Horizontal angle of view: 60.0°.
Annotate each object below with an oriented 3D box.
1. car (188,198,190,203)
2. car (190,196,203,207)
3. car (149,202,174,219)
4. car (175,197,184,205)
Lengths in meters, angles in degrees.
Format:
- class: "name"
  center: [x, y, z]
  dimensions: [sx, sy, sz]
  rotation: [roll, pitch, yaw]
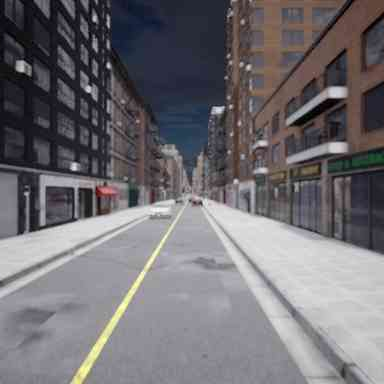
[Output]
- class: "car"
  center: [0.061, 1.868, 78.003]
  dimensions: [1.812, 1.442, 4.674]
  rotation: [0, 0, 0]
- class: "car"
  center: [1.008, 1.820, 59.799]
  dimensions: [1.882, 1.535, 5.008]
  rotation: [0, 0, 0]
- class: "car"
  center: [-2.822, 1.681, 30.627]
  dimensions: [1.812, 1.442, 4.674]
  rotation: [0, 0, 0]
- class: "car"
  center: [-2.695, 1.900, 72.124]
  dimensions: [1.882, 1.535, 5.008]
  rotation: [0, 0, 0]
